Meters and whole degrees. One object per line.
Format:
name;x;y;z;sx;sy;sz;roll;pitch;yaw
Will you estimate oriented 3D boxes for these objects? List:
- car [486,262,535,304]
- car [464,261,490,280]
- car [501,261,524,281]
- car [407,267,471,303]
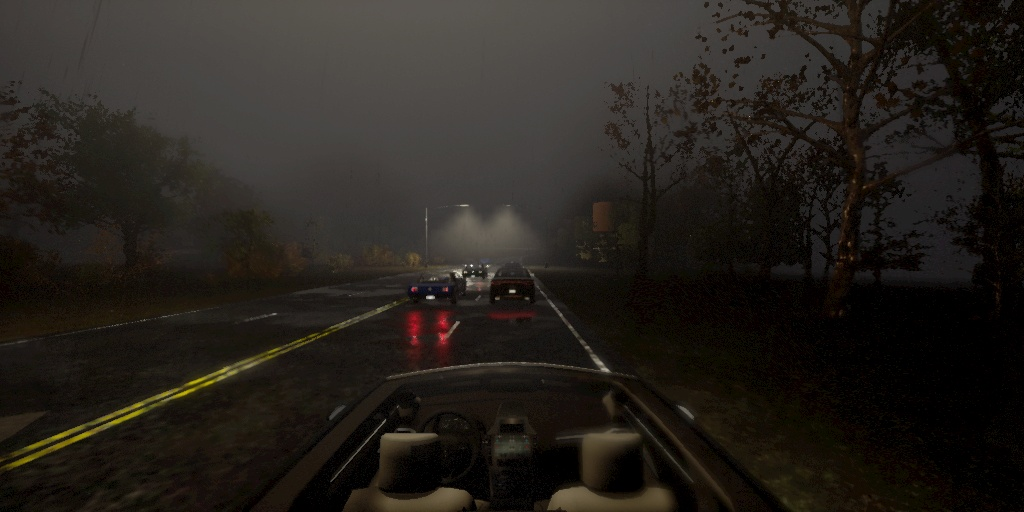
car;0.022;1.228;16.408;1.882;1.535;5.008;0;0;0
car;-3.161;1.348;31.443;1.895;1.301;4.718;0;0;0
car;0.065;1.239;31.393;1.812;1.442;4.674;-2;0;0
car;-3.228;1.359;16.448;1.895;1.301;4.718;0;0;0
